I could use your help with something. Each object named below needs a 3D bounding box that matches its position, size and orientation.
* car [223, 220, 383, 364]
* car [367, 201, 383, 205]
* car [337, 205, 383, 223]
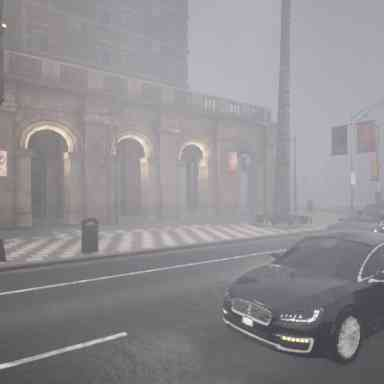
[{"bbox_3d":[2.734,1.503,5.932,4.892,1.490,1.837,0,0,-35],"label":"car"},{"bbox_3d":[19.938,1.540,32.691,2.033,1.411,5.357,0,0,-30],"label":"car"},{"bbox_3d":[7.333,1.488,13.466,4.902,1.511,2.128,0,0,-35],"label":"car"}]
